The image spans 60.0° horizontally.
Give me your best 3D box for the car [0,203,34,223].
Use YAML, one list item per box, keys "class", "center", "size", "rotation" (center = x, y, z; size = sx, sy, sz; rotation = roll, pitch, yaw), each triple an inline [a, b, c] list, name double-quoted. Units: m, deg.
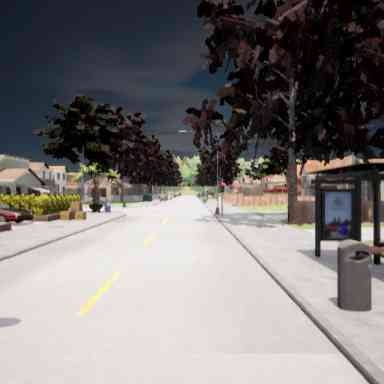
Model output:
- class: "car"
  center: [-12.884, 1.312, 20.750]
  size: [5.357, 1.415, 2.033]
  rotation: [0, 0, 3]
